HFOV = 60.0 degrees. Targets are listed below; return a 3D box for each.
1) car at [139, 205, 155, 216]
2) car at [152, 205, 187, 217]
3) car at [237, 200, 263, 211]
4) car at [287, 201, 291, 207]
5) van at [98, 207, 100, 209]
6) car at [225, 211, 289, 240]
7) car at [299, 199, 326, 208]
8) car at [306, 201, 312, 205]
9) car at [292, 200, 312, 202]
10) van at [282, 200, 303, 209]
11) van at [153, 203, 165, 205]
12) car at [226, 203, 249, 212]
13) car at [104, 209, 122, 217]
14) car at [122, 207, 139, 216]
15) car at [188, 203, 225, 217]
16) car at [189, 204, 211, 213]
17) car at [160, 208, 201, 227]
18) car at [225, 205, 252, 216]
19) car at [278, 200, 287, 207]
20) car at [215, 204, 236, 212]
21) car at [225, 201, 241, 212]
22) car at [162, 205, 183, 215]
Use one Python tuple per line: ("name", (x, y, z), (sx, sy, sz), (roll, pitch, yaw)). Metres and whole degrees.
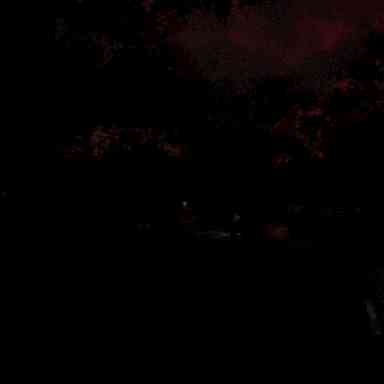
("car", (-8.805, 3.350, 58.648), (2.163, 1.488, 4.792), (-1, -1, -24))
("car", (-3.488, 3.166, 52.130), (4.181, 1.385, 1.994), (-1, -1, -24))
("car", (11.674, 2.764, 67.767), (2.435, 2.045, 5.566), (-1, -1, -24))
("car", (14.602, 2.743, 54.743), (2.163, 1.488, 4.792), (-1, -1, -24))
("van", (-16.521, 3.220, 55.295), (1.878, 1.987, 4.442), (-1, -1, -24))
("car", (3.948, 2.077, 20.121), (1.812, 1.442, 4.674), (3, -4, -21))
("car", (27.027, 2.574, 74.634), (2.435, 2.045, 5.566), (-1, -1, -24))
("car", (17.120, 2.712, 55.934), (2.163, 1.488, 4.792), (-1, -1, -24))
("car", (19.671, 2.650, 57.051), (2.097, 1.535, 5.008), (-1, -1, -24))
("van", (21.851, 2.664, 72.479), (1.878, 1.987, 4.442), (-1, -1, -24))
("van", (-6.289, 3.055, 59.879), (1.878, 1.987, 4.442), (-1, -1, -24))
("car", (9.104, 3.049, 66.645), (2.231, 1.521, 4.892), (-1, -1, -24))
("car", (-13.912, 3.402, 56.335), (2.097, 1.535, 5.008), (-1, -1, -24))
("car", (-11.363, 3.391, 57.503), (2.163, 1.488, 4.792), (-1, -1, -24))
("car", (1.980, 2.649, 49.159), (2.435, 2.045, 5.566), (-1, -1, -24))
("car", (1.434, 3.156, 63.210), (2.097, 1.535, 5.008), (-1, -1, -24))
("car", (-1.197, 2.618, 32.562), (1.882, 1.535, 5.008), (3, -4, -22))
("car", (7.079, 2.859, 51.407), (2.002, 1.452, 4.674), (-1, -1, -24))
("car", (12.033, 2.497, 53.662), (2.435, 2.045, 5.566), (-1, -1, -24))
("car", (6.542, 3.112, 65.523), (2.163, 1.488, 4.792), (-1, -1, -24))
("car", (4.408, 2.610, 50.248), (2.435, 2.045, 5.566), (-1, -1, -24))
("car", (-3.665, 3.266, 60.887), (2.163, 1.488, 4.792), (-1, -1, -24))
